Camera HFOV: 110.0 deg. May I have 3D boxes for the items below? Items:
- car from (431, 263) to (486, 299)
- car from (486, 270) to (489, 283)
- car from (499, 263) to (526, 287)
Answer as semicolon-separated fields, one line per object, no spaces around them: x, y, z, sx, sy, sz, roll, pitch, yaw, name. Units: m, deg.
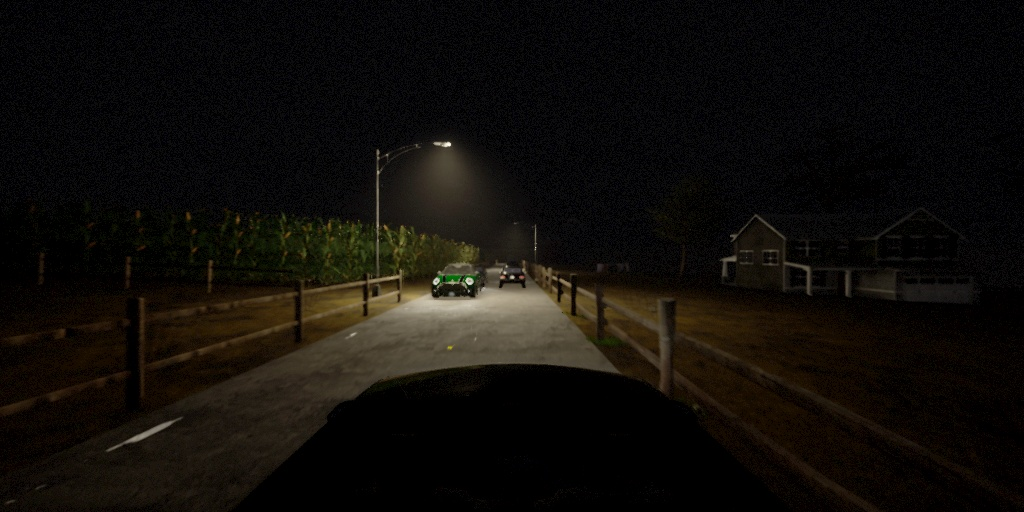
-2.768;1.185;18.820;2.097;1.767;4.553;0;0;0;car
-2.747;1.416;26.895;2.033;1.411;5.357;0;0;0;car
0.037;1.410;25.446;2.033;1.411;5.357;0;0;0;car
